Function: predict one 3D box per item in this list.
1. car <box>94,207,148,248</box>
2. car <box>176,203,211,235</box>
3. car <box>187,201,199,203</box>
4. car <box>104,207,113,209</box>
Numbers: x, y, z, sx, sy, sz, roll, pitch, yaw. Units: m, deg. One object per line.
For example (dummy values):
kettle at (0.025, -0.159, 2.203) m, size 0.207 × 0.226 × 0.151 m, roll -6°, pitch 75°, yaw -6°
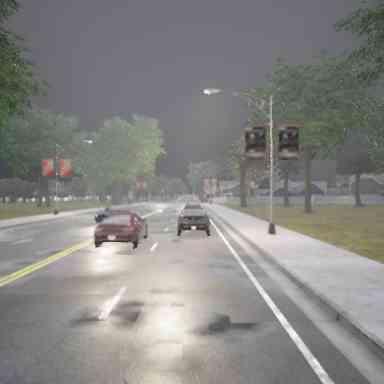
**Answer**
car at (-3.155, 1.643, 15.372) m, size 1.812 × 1.442 × 4.674 m, roll 0°, pitch 0°, yaw 0°
car at (0.094, 1.663, 20.094) m, size 1.837 × 1.490 × 4.892 m, roll 0°, pitch 0°, yaw 0°
car at (0.089, 1.802, 38.390) m, size 1.882 × 1.535 × 5.008 m, roll 0°, pitch -1°, yaw 0°
car at (-6.508, 1.878, 27.299) m, size 1.895 × 1.301 × 4.718 m, roll 0°, pitch -1°, yaw 0°
